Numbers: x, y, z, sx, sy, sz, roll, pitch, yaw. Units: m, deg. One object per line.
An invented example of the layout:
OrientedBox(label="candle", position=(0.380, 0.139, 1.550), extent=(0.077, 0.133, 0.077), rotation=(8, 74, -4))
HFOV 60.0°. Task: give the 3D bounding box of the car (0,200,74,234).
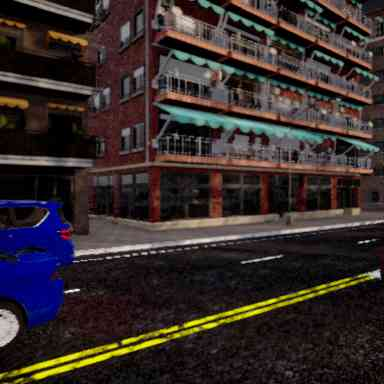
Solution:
OrientedBox(label="car", position=(-5.621, 1.226, 7.676), extent=(5.566, 2.045, 2.150), rotation=(0, 0, -36))

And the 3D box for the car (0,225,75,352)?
OrientedBox(label="car", position=(-4.425, 1.476, 4.545), extent=(5.008, 1.535, 1.882), rotation=(0, 0, -36))

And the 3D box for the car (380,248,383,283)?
OrientedBox(label="car", position=(6.740, 1.404, 8.388), extent=(4.553, 1.767, 2.097), rotation=(0, 0, -36))
